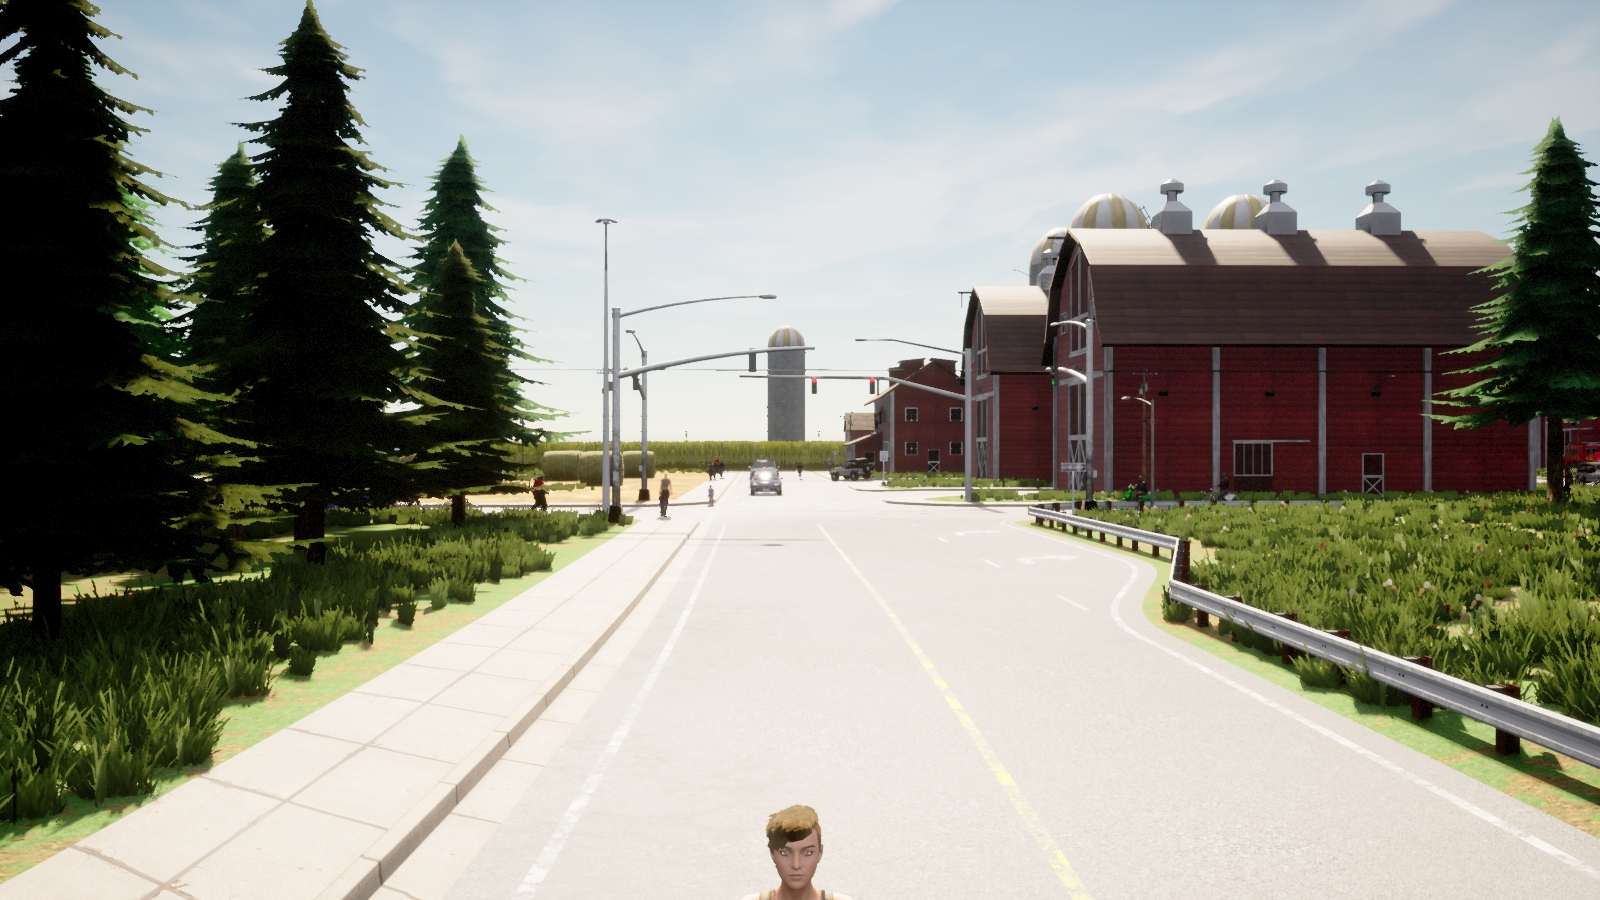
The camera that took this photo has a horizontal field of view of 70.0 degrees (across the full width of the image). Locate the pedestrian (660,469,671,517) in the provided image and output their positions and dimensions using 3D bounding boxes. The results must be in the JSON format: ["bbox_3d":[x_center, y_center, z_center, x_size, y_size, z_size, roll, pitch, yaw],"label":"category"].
[{"bbox_3d":[-5.292,1.682,44.929,0.375,1.860,0.375,0,0,-16],"label":"pedestrian"}]

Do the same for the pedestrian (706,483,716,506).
[{"bbox_3d":[-4.431,2.213,56.944,0.500,1.100,0.500,0,0,-1],"label":"pedestrian"}]

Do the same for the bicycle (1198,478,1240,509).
[{"bbox_3d":[19.800,2.064,53.998,1.835,1.471,0.329,0,0,-1],"label":"bicycle"}]

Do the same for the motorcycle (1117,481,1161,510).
[{"bbox_3d":[15.989,2.145,53.899,1.805,1.316,0.856,0,0,-1],"label":"motorcycle"}]

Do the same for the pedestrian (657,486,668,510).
[{"bbox_3d":[-6.362,2.227,52.887,0.500,1.100,0.500,0,0,-3],"label":"pedestrian"}]

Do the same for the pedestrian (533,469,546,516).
[{"bbox_3d":[-10.427,1.699,45.679,0.375,1.860,0.375,0,0,10],"label":"pedestrian"}]

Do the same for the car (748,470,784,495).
[{"bbox_3d":[-2.153,2.036,72.119,2.163,1.488,4.792,0,0,-2],"label":"car"}]

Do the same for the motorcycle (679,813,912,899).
[{"bbox_3d":[-0.013,2.128,3.457,0.764,1.307,2.356,0,0,0],"label":"motorcycle"}]

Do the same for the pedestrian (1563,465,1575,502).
[{"bbox_3d":[39.191,1.700,58.217,0.375,1.860,0.375,0,0,-2],"label":"pedestrian"}]
